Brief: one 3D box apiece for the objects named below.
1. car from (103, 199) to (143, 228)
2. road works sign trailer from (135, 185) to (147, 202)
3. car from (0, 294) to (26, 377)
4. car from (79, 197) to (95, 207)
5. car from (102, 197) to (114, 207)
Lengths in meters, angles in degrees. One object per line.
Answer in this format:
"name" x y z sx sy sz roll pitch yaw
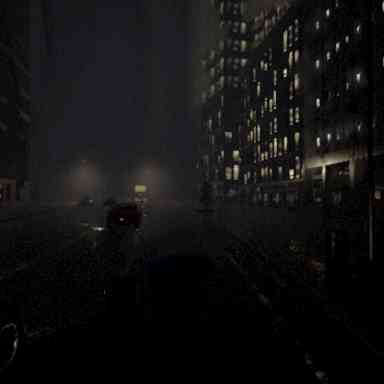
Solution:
"car" -4.342 1.437 21.875 1.882 1.535 5.008 0 0 -5
"road works sign trailer" -10.985 0.337 70.886 2.380 3.560 2.880 0 0 -19
"car" -3.248 1.562 2.843 1.994 1.385 4.181 0 0 -1
"car" -15.399 1.430 49.065 2.033 1.411 5.357 0 0 -12
"car" -12.082 1.457 48.979 1.994 1.385 4.181 0 0 -12
